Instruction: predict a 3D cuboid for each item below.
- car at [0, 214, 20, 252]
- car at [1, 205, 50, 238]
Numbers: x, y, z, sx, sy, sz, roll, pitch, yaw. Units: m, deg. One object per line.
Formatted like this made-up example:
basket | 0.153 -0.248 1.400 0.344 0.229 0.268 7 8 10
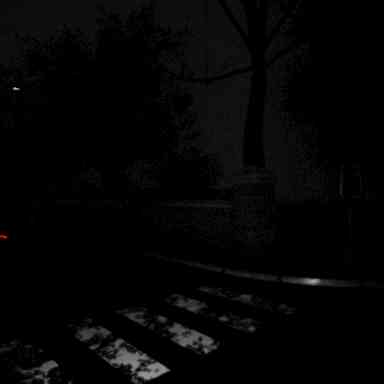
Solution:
car | -9.528 1.890 14.650 2.033 1.411 5.357 -2 0 -41
car | -9.623 1.651 18.683 2.192 1.841 5.009 -2 0 -41
